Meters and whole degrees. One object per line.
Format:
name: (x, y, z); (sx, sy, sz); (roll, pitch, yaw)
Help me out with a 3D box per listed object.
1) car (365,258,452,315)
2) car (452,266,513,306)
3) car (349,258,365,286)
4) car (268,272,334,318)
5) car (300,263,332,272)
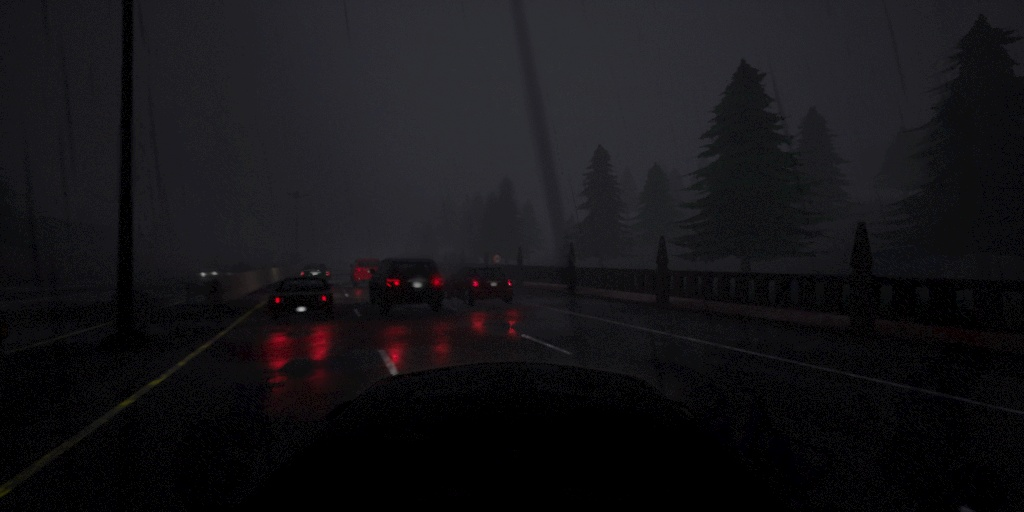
car: (-4.455, 1.092, 14.676); (2.150, 2.045, 5.566); (0, 0, -27)
car: (-1.742, 1.242, 17.069); (2.097, 1.767, 4.553); (0, -1, -27)
car: (-11.308, 1.210, 27.961); (2.150, 2.045, 5.566); (0, 0, -27)
car: (-7.858, 1.456, 13.643); (1.895, 1.301, 4.718); (0, -1, -27)
car: (-14.795, 1.326, 27.111); (2.097, 1.767, 4.553); (0, -1, -27)
